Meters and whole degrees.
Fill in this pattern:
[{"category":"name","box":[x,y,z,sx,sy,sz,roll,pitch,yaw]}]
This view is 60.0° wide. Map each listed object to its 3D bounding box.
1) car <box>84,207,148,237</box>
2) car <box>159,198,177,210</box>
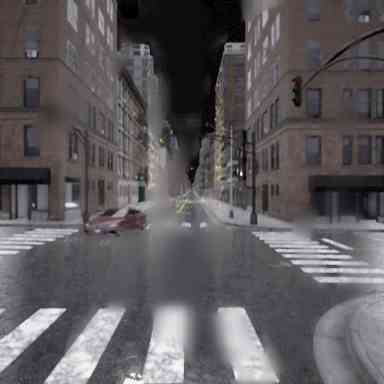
[{"category":"car","box":[-3.889,1.548,18.010,1.812,1.442,4.674,1,1,15]},{"category":"car","box":[-2.943,1.555,42.010,1.812,1.442,4.674,0,1,0]}]
